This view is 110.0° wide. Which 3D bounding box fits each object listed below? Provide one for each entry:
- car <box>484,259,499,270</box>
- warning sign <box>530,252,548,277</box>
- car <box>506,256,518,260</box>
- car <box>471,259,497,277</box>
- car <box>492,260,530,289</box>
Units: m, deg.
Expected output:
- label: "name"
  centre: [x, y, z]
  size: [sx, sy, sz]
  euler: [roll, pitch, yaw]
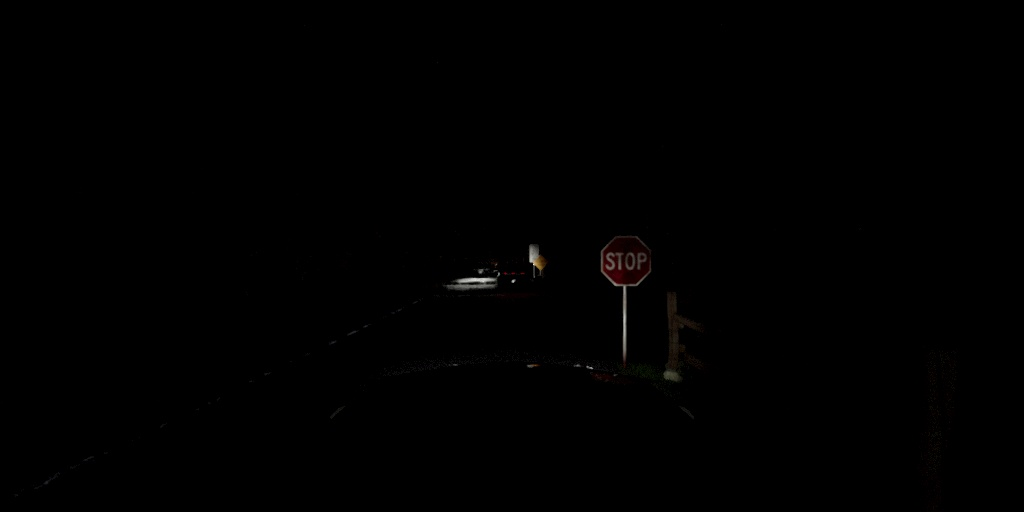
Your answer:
- label: "car"
  centre: [-2.881, 1.165, 52.065]
  size: [1.882, 1.535, 5.008]
  euler: [0, 0, 0]
- label: "warning sign"
  centre: [2.427, 0.839, 30.532]
  size: [1.300, 1.860, 1.060]
  euler: [0, 0, 0]
- label: "car"
  centre: [-0.047, 1.224, 62.519]
  size: [1.994, 1.385, 4.181]
  euler: [0, 0, 0]
- label: "car"
  centre: [-2.873, 1.210, 34.960]
  size: [2.128, 1.511, 4.902]
  euler: [0, 0, 0]
- label: "car"
  centre: [0.083, 1.223, 22.810]
  size: [2.128, 1.511, 4.902]
  euler: [0, 0, 0]
